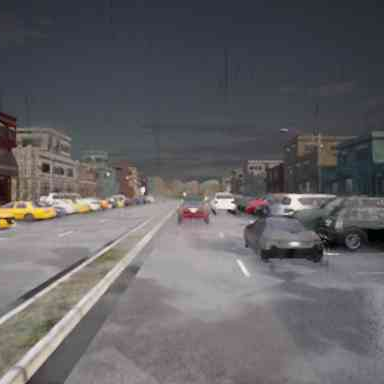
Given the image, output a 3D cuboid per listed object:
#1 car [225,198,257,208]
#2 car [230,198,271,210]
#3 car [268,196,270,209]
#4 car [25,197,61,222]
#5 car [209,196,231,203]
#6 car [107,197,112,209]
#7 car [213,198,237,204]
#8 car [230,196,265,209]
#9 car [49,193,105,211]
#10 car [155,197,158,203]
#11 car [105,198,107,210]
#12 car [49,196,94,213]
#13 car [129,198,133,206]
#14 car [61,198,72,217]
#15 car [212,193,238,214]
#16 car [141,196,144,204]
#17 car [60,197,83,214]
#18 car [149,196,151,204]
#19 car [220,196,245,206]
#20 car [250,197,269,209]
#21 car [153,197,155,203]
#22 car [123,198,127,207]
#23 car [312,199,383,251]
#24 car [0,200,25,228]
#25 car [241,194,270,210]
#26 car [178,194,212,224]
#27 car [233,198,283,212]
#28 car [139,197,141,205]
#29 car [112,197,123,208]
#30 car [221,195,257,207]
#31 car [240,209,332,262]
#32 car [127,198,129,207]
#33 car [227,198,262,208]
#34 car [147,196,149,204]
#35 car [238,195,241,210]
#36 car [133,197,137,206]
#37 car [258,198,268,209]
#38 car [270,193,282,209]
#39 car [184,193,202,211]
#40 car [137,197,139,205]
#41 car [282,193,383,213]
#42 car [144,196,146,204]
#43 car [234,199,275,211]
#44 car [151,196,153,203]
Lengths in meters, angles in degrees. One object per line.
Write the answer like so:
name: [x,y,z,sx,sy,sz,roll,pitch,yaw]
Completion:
car: [7.643,1.694,51.978,4.674,1.452,2.002,0,-1,0]
car: [7.639,1.533,43.707,5.008,1.535,2.097,0,-1,0]
car: [7.674,1.282,21.667,4.553,1.767,2.185,0,0,0]
car: [-13.005,1.389,24.753,5.366,1.575,1.946,0,0,0]
car: [7.599,2.088,90.582,5.566,2.045,2.435,0,-1,0]
car: [-12.755,1.369,41.287,4.553,1.767,2.185,0,-1,0]
car: [7.833,2.115,79.552,5.366,1.575,1.946,0,-1,0]
car: [7.676,1.448,46.466,4.553,1.767,2.185,0,-1,0]
car: [-12.769,1.180,35.736,5.566,2.045,2.435,0,0,0]
car: [-12.718,2.049,88.649,5.566,2.045,2.435,0,-1,0]
car: [-12.790,1.499,38.508,4.674,1.452,2.002,0,-1,0]
car: [-12.989,1.408,32.955,5.366,1.575,1.946,0,0,0]
car: [-12.729,1.734,55.177,4.792,1.488,2.163,0,-1,0]
car: [-12.816,1.430,27.524,4.674,1.452,2.002,0,0,0]
car: [3.104,1.172,34.464,2.150,2.045,5.566,0,0,0]
car: [-12.730,1.890,66.417,5.008,1.535,2.097,0,-1,0]
car: [-12.806,1.437,30.181,4.674,1.452,2.002,0,0,0]
car: [-12.720,2.086,77.407,4.892,1.521,2.231,0,-1,0]
car: [7.616,1.700,63.008,4.553,1.767,2.185,0,-1,0]
car: [7.637,1.399,27.176,5.008,1.535,2.097,0,0,0]
car: [-12.728,2.120,85.834,4.553,1.767,2.185,0,-1,0]
car: [-12.954,1.617,49.745,5.366,1.575,1.946,0,-1,0]
car: [7.610,1.314,13.397,4.553,1.767,2.185,0,0,0]
car: [-12.836,1.410,19.197,5.008,1.535,2.097,0,0,0]
car: [7.615,1.156,29.935,5.566,2.045,2.435,0,0,0]
car: [0.103,1.274,24.049,2.097,1.767,4.553,0,0,0]
car: [7.459,1.460,38.195,5.366,1.575,1.946,0,-1,0]
car: [-12.770,1.869,63.512,4.792,1.488,2.163,0,-1,0]
car: [-12.781,1.578,46.966,4.892,1.521,2.231,0,-1,0]
car: [7.674,1.444,54.739,5.566,2.045,2.435,0,-1,0]
car: [3.101,1.529,12.035,1.994,1.385,4.181,0,0,0]
car: [-12.736,1.536,52.408,4.553,1.767,2.185,0,-1,0]
car: [7.675,1.643,49.221,4.792,1.488,2.163,0,-1,0]
car: [-12.748,2.064,74.627,4.792,1.488,2.163,0,-1,0]
car: [7.616,1.188,35.445,5.566,2.045,2.435,0,0,0]
car: [-12.758,1.748,57.955,5.008,1.535,2.097,0,-1,0]
car: [7.672,1.432,24.425,4.792,1.488,2.163,0,0,0]
car: [7.670,1.167,18.911,5.566,2.045,2.435,0,0,0]
car: [0.104,1.236,41.206,2.150,2.045,5.566,0,-1,0]
car: [-12.740,1.795,60.735,4.892,1.521,2.231,0,-1,0]
car: [7.613,1.178,16.154,5.566,2.045,2.435,0,0,0]
car: [-12.736,1.939,69.196,4.892,1.521,2.231,0,-1,0]
car: [7.642,1.537,40.952,4.674,1.452,2.002,0,-1,0]
car: [-12.699,2.230,82.961,4.674,1.452,2.002,0,-1,0]
